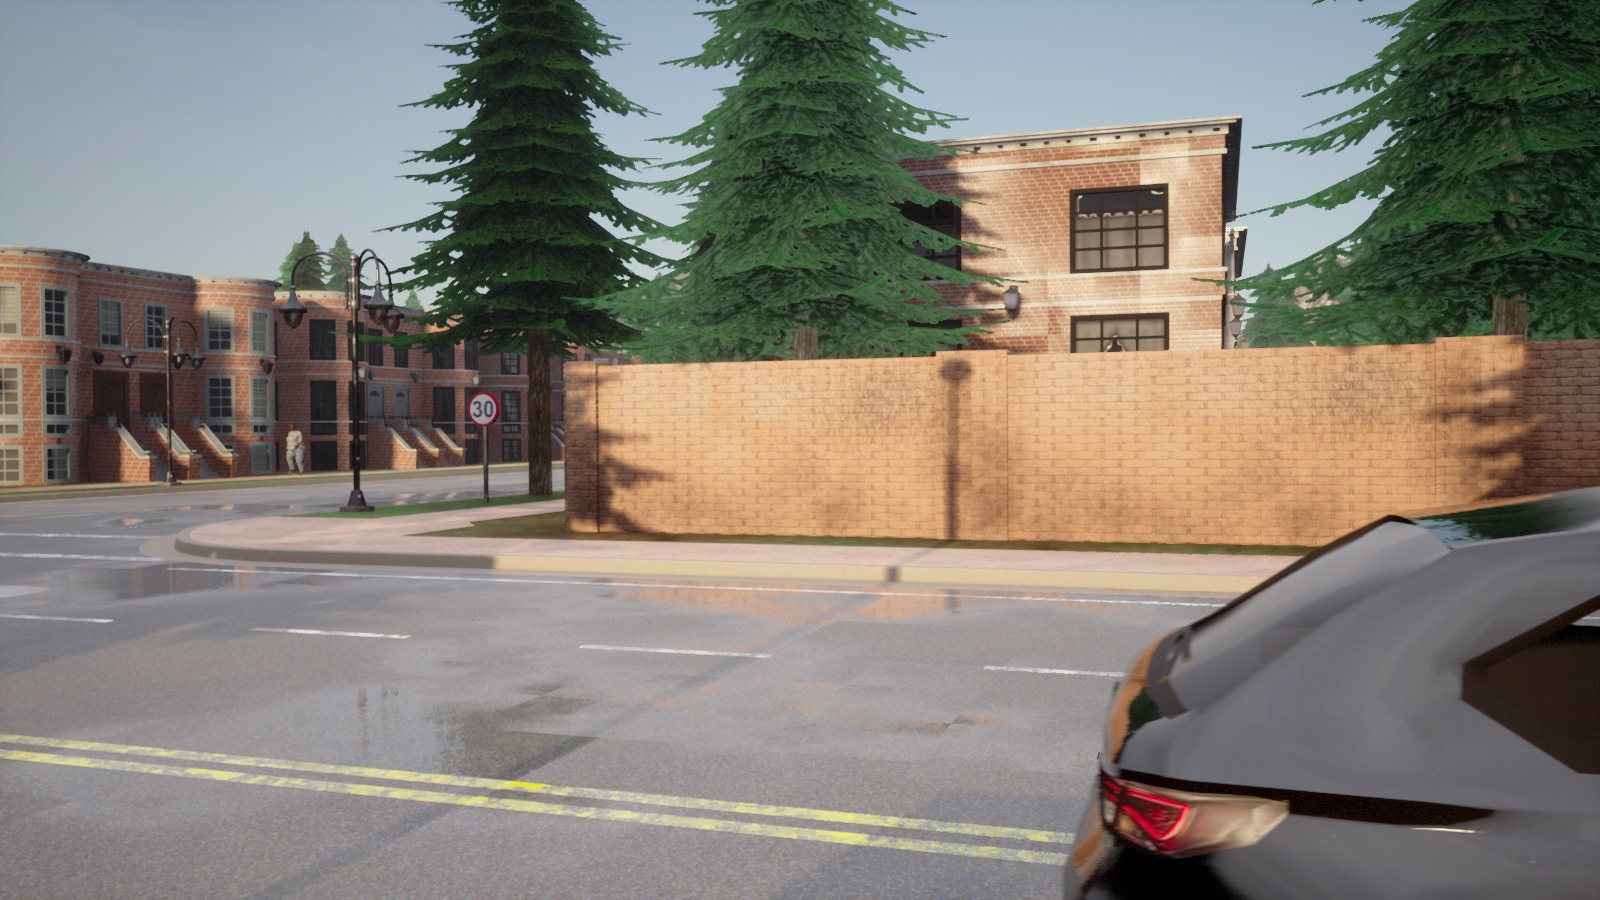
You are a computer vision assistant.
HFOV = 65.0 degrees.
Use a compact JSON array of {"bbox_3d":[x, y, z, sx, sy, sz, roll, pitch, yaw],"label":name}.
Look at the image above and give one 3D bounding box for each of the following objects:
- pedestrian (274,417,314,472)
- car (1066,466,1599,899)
[{"bbox_3d":[-17.306,-0.189,42.929,0.874,1.855,0.900,0,1,20],"label":"pedestrian"},{"bbox_3d":[2.718,0.810,2.279,4.193,1.474,1.816,0,1,19],"label":"car"}]
